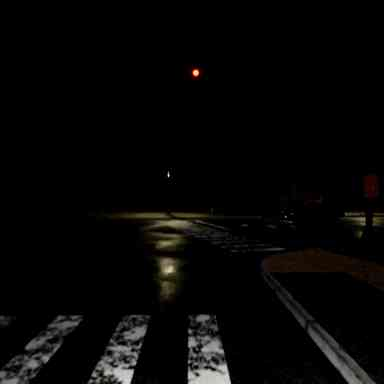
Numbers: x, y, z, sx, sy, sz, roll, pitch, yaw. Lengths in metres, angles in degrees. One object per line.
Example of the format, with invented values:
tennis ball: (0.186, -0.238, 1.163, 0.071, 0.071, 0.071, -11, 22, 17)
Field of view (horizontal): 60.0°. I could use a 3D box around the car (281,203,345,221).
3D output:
car: (10.137, 1.665, 27.791, 5.357, 1.411, 2.033, 1, 0, -18)
